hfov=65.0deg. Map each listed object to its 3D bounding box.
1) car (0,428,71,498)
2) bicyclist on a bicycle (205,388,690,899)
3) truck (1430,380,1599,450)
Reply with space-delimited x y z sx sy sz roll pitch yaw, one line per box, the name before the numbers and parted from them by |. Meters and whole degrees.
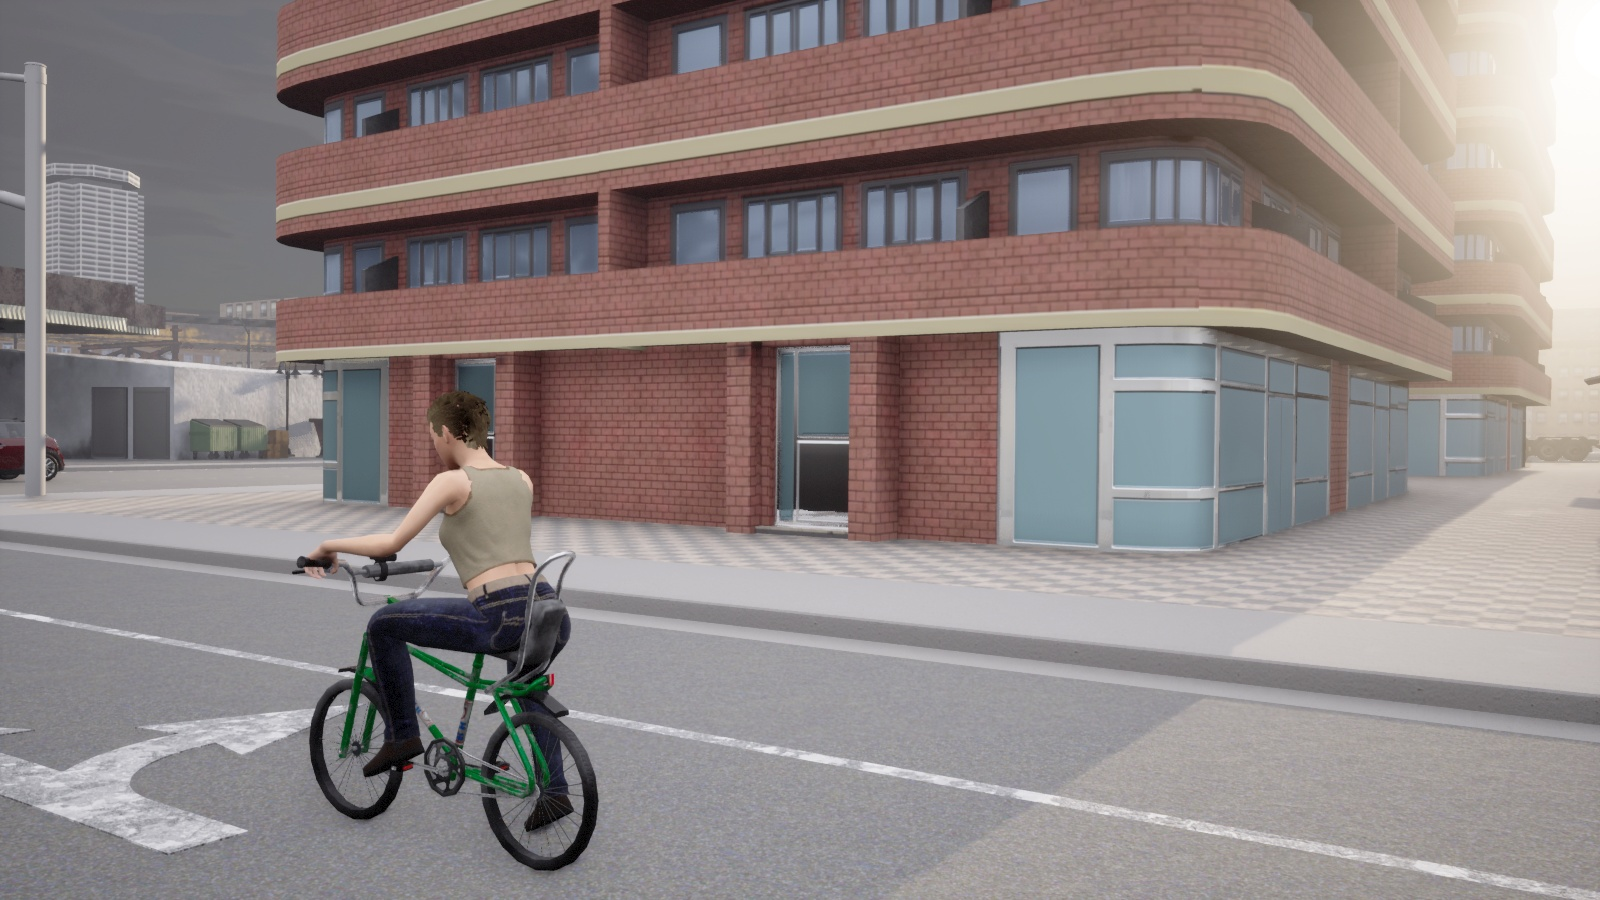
car | -21.615 0.346 32.207 2.097 1.767 4.553 0 1 32
bicyclist on a bicycle | -1.262 0.618 4.465 1.509 1.612 0.866 0 1 33
truck | 38.680 -1.816 67.808 7.936 3.462 2.891 -1 0 34
